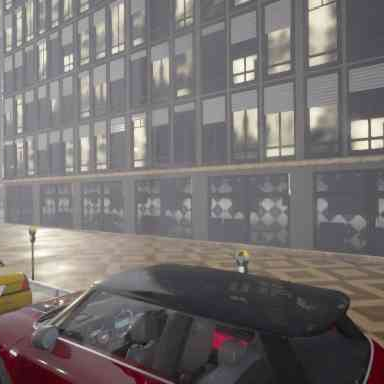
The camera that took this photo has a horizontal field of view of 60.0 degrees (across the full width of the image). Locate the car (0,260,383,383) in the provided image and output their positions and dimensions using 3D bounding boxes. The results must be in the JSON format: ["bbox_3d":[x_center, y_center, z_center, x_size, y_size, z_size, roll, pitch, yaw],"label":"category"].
[{"bbox_3d":[-0.368,1.441,3.157,4.097,1.590,1.967,0,-1,36],"label":"car"}]
